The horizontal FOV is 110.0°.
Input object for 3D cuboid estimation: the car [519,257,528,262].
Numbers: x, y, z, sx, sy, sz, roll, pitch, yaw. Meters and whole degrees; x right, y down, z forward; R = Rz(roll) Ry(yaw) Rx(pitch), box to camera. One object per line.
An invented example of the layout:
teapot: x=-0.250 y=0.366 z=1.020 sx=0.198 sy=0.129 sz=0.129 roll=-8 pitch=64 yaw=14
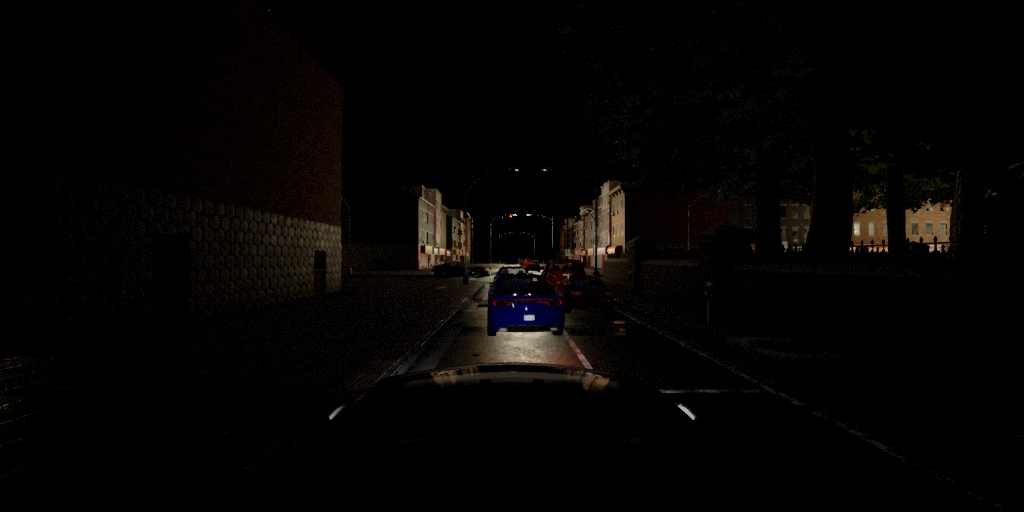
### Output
car: x=2.624 y=1.402 z=61.744 sx=1.888 sy=1.381 sz=4.507 roll=0 pitch=0 yaw=0

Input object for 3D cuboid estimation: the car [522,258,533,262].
car: x=2.628 y=1.355 z=45.433 sx=1.888 sy=1.381 sz=4.507 roll=0 pitch=0 yaw=0

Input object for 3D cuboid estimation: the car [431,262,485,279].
car: x=-4.586 y=1.266 z=31.541 sx=4.902 sy=1.511 sz=2.128 roll=0 pitch=0 yaw=-12

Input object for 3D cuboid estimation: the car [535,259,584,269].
car: x=2.634 y=1.076 z=19.004 sx=2.192 sy=1.841 sz=5.009 roll=0 pitch=0 yaw=0

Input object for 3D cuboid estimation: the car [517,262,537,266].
car: x=0.066 y=1.238 z=18.048 sx=1.882 sy=1.535 sz=5.008 roll=0 pitch=0 yaw=1

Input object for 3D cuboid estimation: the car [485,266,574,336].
car: x=0.225 y=1.231 z=10.492 sx=1.882 sy=1.535 sz=5.008 roll=0 pitch=0 yaw=-4

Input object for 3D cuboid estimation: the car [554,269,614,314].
car: x=2.635 y=1.338 z=13.555 sx=1.802 sy=1.307 sz=4.207 roll=0 pitch=0 yaw=0
